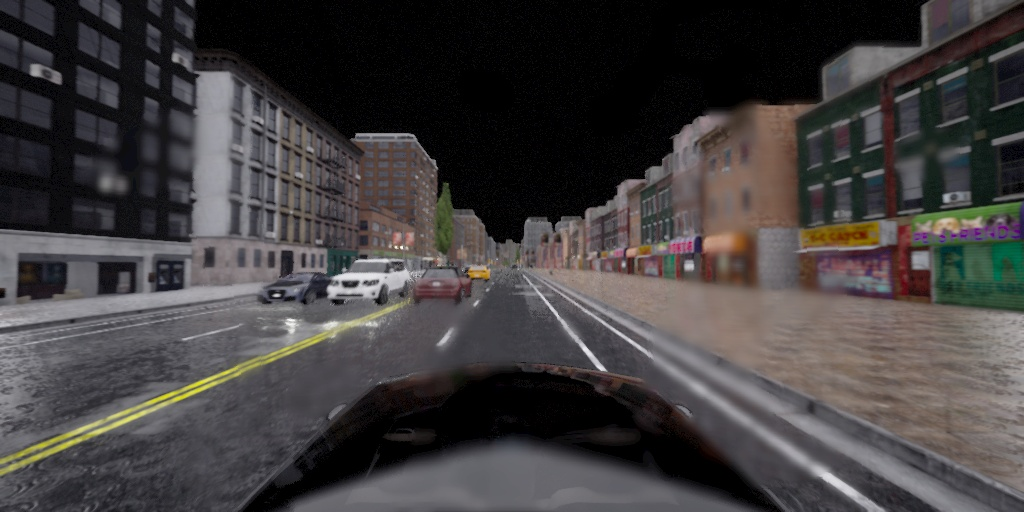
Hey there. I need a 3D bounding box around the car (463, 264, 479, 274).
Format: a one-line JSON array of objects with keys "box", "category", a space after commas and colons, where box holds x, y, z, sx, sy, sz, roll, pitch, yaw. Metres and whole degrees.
[{"box": [-6.568, 2.019, 57.621, 1.882, 1.535, 5.008, 0, -1, 0], "category": "car"}]

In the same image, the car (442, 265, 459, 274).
[{"box": [-9.815, 2.135, 57.226, 1.895, 1.301, 4.718, 0, -1, 1], "category": "car"}]

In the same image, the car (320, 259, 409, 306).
[{"box": [-6.603, 1.141, 17.297, 2.150, 2.045, 5.566, 0, -1, 0], "category": "car"}]

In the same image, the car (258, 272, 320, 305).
[{"box": [-9.852, 1.480, 16.998, 1.994, 1.385, 4.181, 0, -1, 0], "category": "car"}]

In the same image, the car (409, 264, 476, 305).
[{"box": [-3.153, 1.272, 17.295, 2.097, 1.767, 4.553, 0, -1, 0], "category": "car"}]

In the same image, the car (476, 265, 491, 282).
[{"box": [-3.157, 1.644, 34.914, 1.882, 1.535, 5.008, 0, -1, 0], "category": "car"}]
